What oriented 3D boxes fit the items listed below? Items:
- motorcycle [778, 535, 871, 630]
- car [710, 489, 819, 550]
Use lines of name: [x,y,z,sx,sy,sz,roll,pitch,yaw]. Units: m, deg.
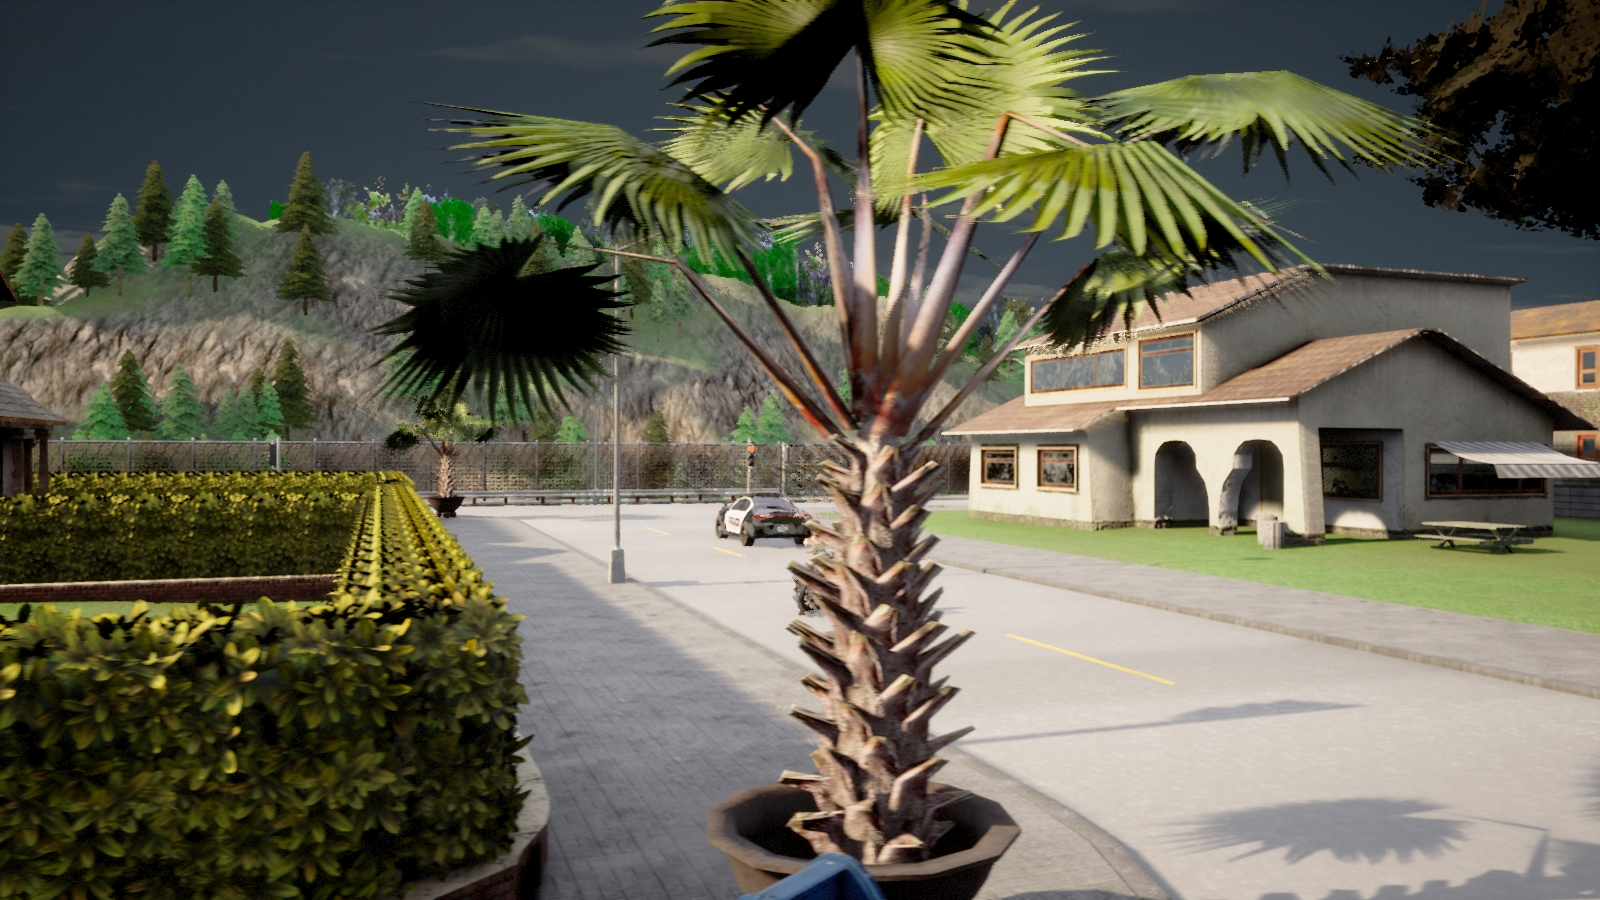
motorcycle: [0.377,2.176,19.197,0.764,1.307,2.356,0,0,-20]
car: [-1.201,2.069,35.228,2.038,1.542,4.974,0,0,-18]
